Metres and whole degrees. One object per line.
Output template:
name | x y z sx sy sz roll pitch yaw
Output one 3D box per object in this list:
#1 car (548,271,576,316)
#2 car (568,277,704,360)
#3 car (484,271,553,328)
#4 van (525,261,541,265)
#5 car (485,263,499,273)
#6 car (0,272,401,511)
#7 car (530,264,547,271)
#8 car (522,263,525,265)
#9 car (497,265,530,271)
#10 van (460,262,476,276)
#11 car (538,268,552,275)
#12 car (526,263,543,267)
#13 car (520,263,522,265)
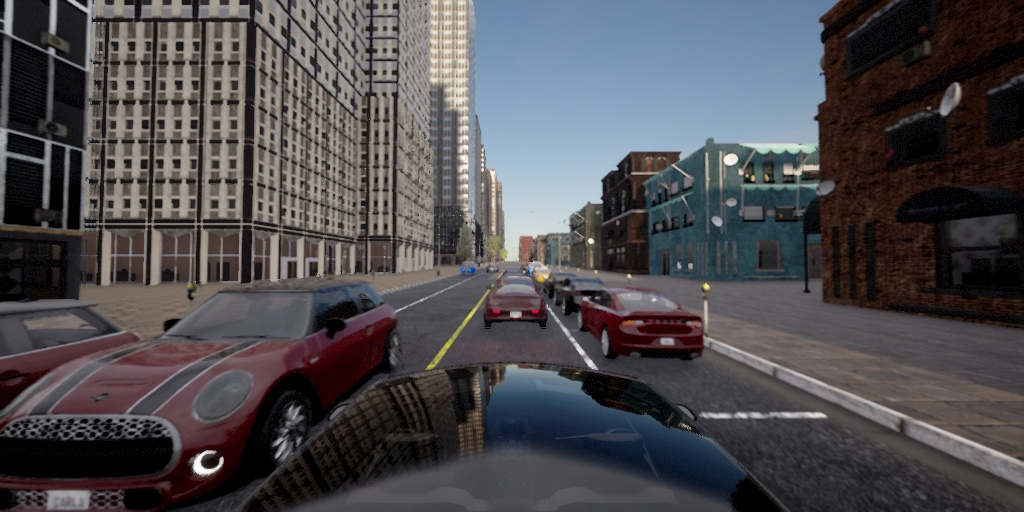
car | 2.695 1.468 13.999 1.948 1.339 4.313 0 0 0
car | 2.693 1.379 8.454 1.888 1.381 4.507 0 0 0
car | 0.102 1.401 11.792 1.812 1.442 4.674 0 -1 0
van | 2.703 1.574 40.989 1.690 1.789 3.998 0 0 0
car | -3.014 1.902 55.633 2.128 1.511 4.902 0 -1 1
car | -3.099 1.140 4.755 2.097 1.767 4.553 0 -1 0
car | 2.700 1.625 30.203 1.751 1.417 4.829 0 0 0
car | 2.704 1.739 46.466 1.967 1.591 4.097 0 0 0
car | 0.108 1.640 28.095 1.994 1.385 4.181 0 -1 0
van | -5.676 1.640 46.465 1.690 1.789 3.998 0 0 0
car | 2.697 1.537 19.542 1.948 1.339 4.313 0 0 0
car | 2.702 1.717 35.511 2.007 1.370 4.403 0 0 0
car | 2.706 1.680 51.944 2.192 1.841 5.009 0 0 0
